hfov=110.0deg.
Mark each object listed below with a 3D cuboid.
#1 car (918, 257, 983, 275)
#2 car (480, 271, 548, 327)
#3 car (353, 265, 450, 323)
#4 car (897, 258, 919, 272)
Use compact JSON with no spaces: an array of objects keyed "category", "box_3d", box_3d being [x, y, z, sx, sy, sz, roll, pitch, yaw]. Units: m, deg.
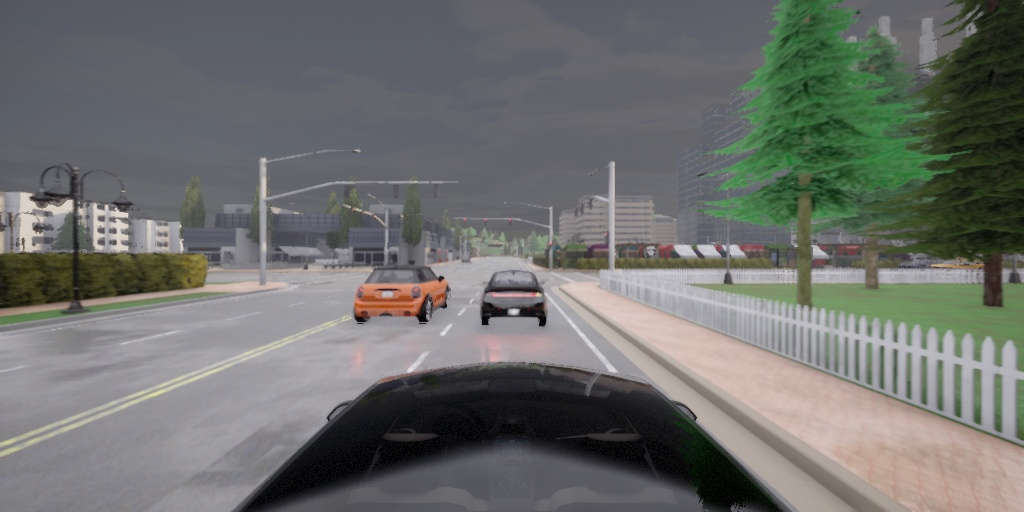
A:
[{"category":"car","box_3d":[44.447,1.113,35.882,5.008,1.535,1.882,0,0,-1]},{"category":"car","box_3d":[0.059,1.205,11.413,2.128,1.511,4.902,0,0,0]},{"category":"car","box_3d":[-3.437,1.067,12.065,2.097,1.767,4.553,0,0,0]},{"category":"car","box_3d":[45.245,0.974,39.396,4.553,1.767,2.097,0,0,-1]}]
